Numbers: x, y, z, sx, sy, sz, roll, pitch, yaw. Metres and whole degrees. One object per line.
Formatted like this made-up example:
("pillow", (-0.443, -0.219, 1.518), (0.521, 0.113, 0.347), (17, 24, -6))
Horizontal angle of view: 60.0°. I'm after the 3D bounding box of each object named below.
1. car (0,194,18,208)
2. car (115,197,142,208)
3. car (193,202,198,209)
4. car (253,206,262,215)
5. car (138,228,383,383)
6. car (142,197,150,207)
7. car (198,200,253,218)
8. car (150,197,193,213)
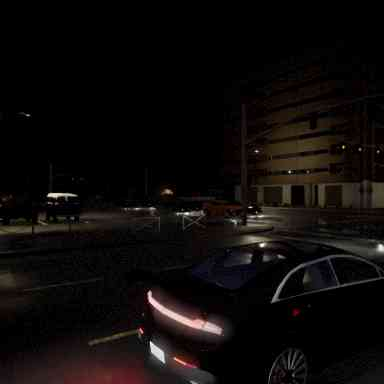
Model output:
("car", (-31.359, 1.209, 56.593), (1.932, 1.855, 4.605), (0, 0, -34))
("car", (-9.837, 1.533, 49.819), (1.882, 1.535, 5.008), (0, 0, -34))
("car", (-0.618, 1.656, 42.484), (1.895, 1.301, 4.718), (0, 0, -34))
("car", (4.782, 1.603, 34.563), (2.033, 1.411, 5.357), (0, 0, -34))
("car", (1.638, 1.492, 4.908), (4.902, 1.511, 2.128), (0, 0, -34))
("car", (-6.223, 1.561, 50.727), (1.837, 1.490, 4.892), (0, 0, -34))
("car", (2.985, 1.533, 30.986), (1.882, 1.535, 5.008), (0, 0, -34))
("car", (-2.547, 1.603, 39.098), (2.033, 1.411, 5.357), (0, 0, -34))
